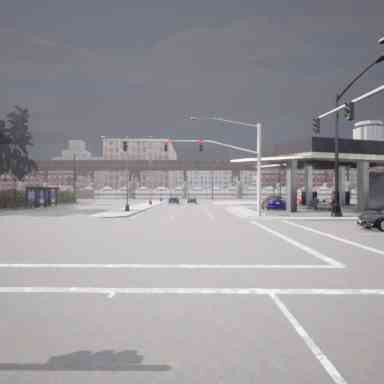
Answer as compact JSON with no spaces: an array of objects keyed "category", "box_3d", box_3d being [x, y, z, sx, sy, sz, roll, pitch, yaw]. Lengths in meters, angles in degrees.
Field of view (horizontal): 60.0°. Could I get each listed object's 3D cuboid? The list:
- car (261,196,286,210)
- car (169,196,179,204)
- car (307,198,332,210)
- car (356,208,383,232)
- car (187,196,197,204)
[{"category":"car","box_3d":[9.716,1.295,39.746,2.242,1.667,4.611,0,0,0]},{"category":"car","box_3d":[-3.490,1.478,64.424,1.882,1.535,5.008,0,0,0]},{"category":"car","box_3d":[15.461,1.456,40.508,1.970,1.475,3.806,0,0,0]},{"category":"car","box_3d":[12.294,1.505,19.583,4.892,1.490,1.837,0,0,-1]},{"category":"car","box_3d":[0.010,1.547,64.423,2.033,1.411,5.357,0,0,0]}]
